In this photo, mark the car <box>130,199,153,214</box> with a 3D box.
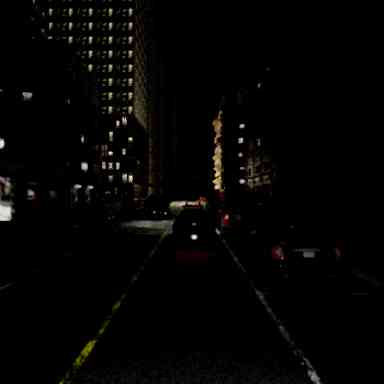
[{"bbox_3d":[-5.695,1.585,37.999,1.967,1.590,4.097,0,0,0],"label":"car"}]

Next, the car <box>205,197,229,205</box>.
[{"bbox_3d":[2.686,1.438,32.321,2.192,1.841,5.009,0,0,0],"label":"car"}]

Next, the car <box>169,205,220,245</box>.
[{"bbox_3d":[0.094,1.563,15.803,1.837,1.490,4.892,0,0,0],"label":"car"}]

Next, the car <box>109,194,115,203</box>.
[{"bbox_3d":[-17.705,1.284,65.745,5.009,1.841,2.192,1,-1,0],"label":"car"}]

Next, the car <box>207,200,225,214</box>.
[{"bbox_3d":[2.685,1.671,38.172,1.752,1.417,4.829,0,0,0],"label":"car"}]

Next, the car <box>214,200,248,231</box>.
[{"bbox_3d":[2.688,1.518,20.955,1.967,1.590,4.097,0,0,0],"label":"car"}]

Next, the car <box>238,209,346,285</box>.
[{"bbox_3d":[2.690,1.476,9.590,1.967,1.590,4.097,0,0,0],"label":"car"}]

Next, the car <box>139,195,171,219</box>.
[{"bbox_3d":[-3.103,1.335,30.280,2.150,2.045,5.566,0,0,0],"label":"car"}]

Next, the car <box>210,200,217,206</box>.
[{"bbox_3d":[2.687,1.626,26.808,1.752,1.417,4.829,0,0,0],"label":"car"}]

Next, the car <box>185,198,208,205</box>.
[{"bbox_3d":[0.092,1.609,31.258,2.128,1.511,4.902,0,0,0],"label":"car"}]

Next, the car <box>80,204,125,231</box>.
[{"bbox_3d":[-5.692,1.660,20.951,1.802,1.307,4.206,0,0,0],"label":"car"}]

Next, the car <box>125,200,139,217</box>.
[{"bbox_3d":[-5.694,1.562,32.317,1.967,1.590,4.097,0,0,0],"label":"car"}]

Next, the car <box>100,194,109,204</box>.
[{"bbox_3d":[-17.569,1.231,57.368,5.009,1.841,2.192,1,-1,0],"label":"car"}]

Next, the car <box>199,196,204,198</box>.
[{"bbox_3d":[2.726,1.932,85.708,1.802,1.307,4.206,0,0,0],"label":"car"}]
